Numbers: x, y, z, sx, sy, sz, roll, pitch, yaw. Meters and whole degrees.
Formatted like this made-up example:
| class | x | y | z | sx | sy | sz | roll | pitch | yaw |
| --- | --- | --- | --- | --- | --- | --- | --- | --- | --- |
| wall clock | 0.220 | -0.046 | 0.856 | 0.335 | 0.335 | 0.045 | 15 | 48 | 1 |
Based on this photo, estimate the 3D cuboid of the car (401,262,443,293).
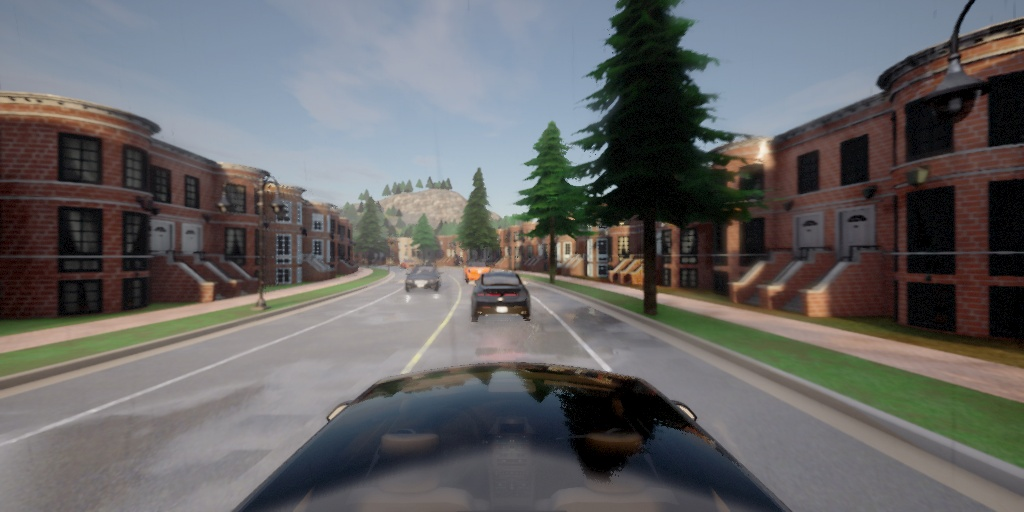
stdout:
| class | x | y | z | sx | sy | sz | roll | pitch | yaw |
| --- | --- | --- | --- | --- | --- | --- | --- | --- | --- |
| car | -5.187 | 1.318 | 21.434 | 2.128 | 1.511 | 4.902 | 0 | 0 | -9 |

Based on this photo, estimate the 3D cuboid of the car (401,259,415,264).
| class | x | y | z | sx | sy | sz | roll | pitch | yaw |
| --- | --- | --- | --- | --- | --- | --- | --- | --- | --- |
| car | -17.406 | 1.337 | 60.924 | 2.097 | 1.767 | 4.553 | 0 | 0 | -29 |

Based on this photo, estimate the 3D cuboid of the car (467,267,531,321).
| class | x | y | z | sx | sy | sz | roll | pitch | yaw |
| --- | --- | --- | --- | --- | --- | --- | --- | --- | --- |
| car | -0.466 | 1.288 | 12.615 | 1.837 | 1.490 | 4.892 | 0 | 0 | -5 |

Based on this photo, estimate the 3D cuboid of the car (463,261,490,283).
| class | x | y | z | sx | sy | sz | roll | pitch | yaw |
| --- | --- | --- | --- | --- | --- | --- | --- | --- | --- |
| car | -2.874 | 1.194 | 29.524 | 2.097 | 1.767 | 4.553 | 0 | 0 | -11 |
